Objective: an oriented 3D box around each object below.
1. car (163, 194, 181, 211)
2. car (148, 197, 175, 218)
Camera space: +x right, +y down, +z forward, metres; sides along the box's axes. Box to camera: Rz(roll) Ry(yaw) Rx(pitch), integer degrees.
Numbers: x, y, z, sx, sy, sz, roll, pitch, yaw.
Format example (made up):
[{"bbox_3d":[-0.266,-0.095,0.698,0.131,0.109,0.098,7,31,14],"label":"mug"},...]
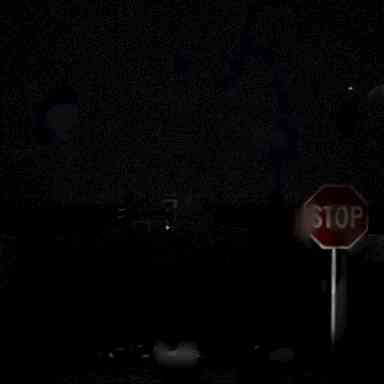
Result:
[{"bbox_3d":[-2.908,1.340,42.847,2.150,2.045,5.566,0,0,-1],"label":"car"},{"bbox_3d":[-2.884,1.549,30.976,1.882,1.535,5.008,0,0,0],"label":"car"}]
